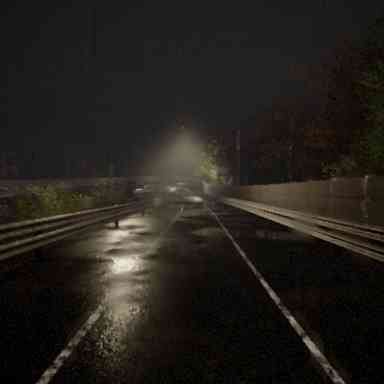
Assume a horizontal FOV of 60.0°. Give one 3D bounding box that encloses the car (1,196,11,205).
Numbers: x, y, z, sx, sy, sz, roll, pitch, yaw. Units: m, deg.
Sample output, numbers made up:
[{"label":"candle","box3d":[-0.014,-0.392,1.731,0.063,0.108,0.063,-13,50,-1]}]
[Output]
[{"label":"car","box3d":[-39.244,1.991,73.093,2.150,2.045,5.566,1,4,16]}]
